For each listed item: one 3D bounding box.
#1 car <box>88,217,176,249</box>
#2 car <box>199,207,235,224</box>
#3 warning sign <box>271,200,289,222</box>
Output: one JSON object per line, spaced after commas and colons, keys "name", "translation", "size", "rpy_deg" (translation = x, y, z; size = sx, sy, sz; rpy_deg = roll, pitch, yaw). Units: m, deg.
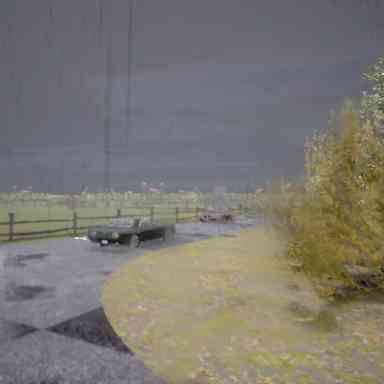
{"name": "car", "translation": [-2.669, 1.873, 16.075], "size": [1.895, 1.301, 4.718], "rpy_deg": [0, -1, 27]}
{"name": "car", "translation": [2.342, 2.093, 30.556], "size": [1.994, 1.385, 4.181], "rpy_deg": [0, -1, 30]}
{"name": "warning sign", "translation": [7.829, 1.679, 29.466], "size": [1.300, 1.860, 1.060], "rpy_deg": [0, -1, 30]}
